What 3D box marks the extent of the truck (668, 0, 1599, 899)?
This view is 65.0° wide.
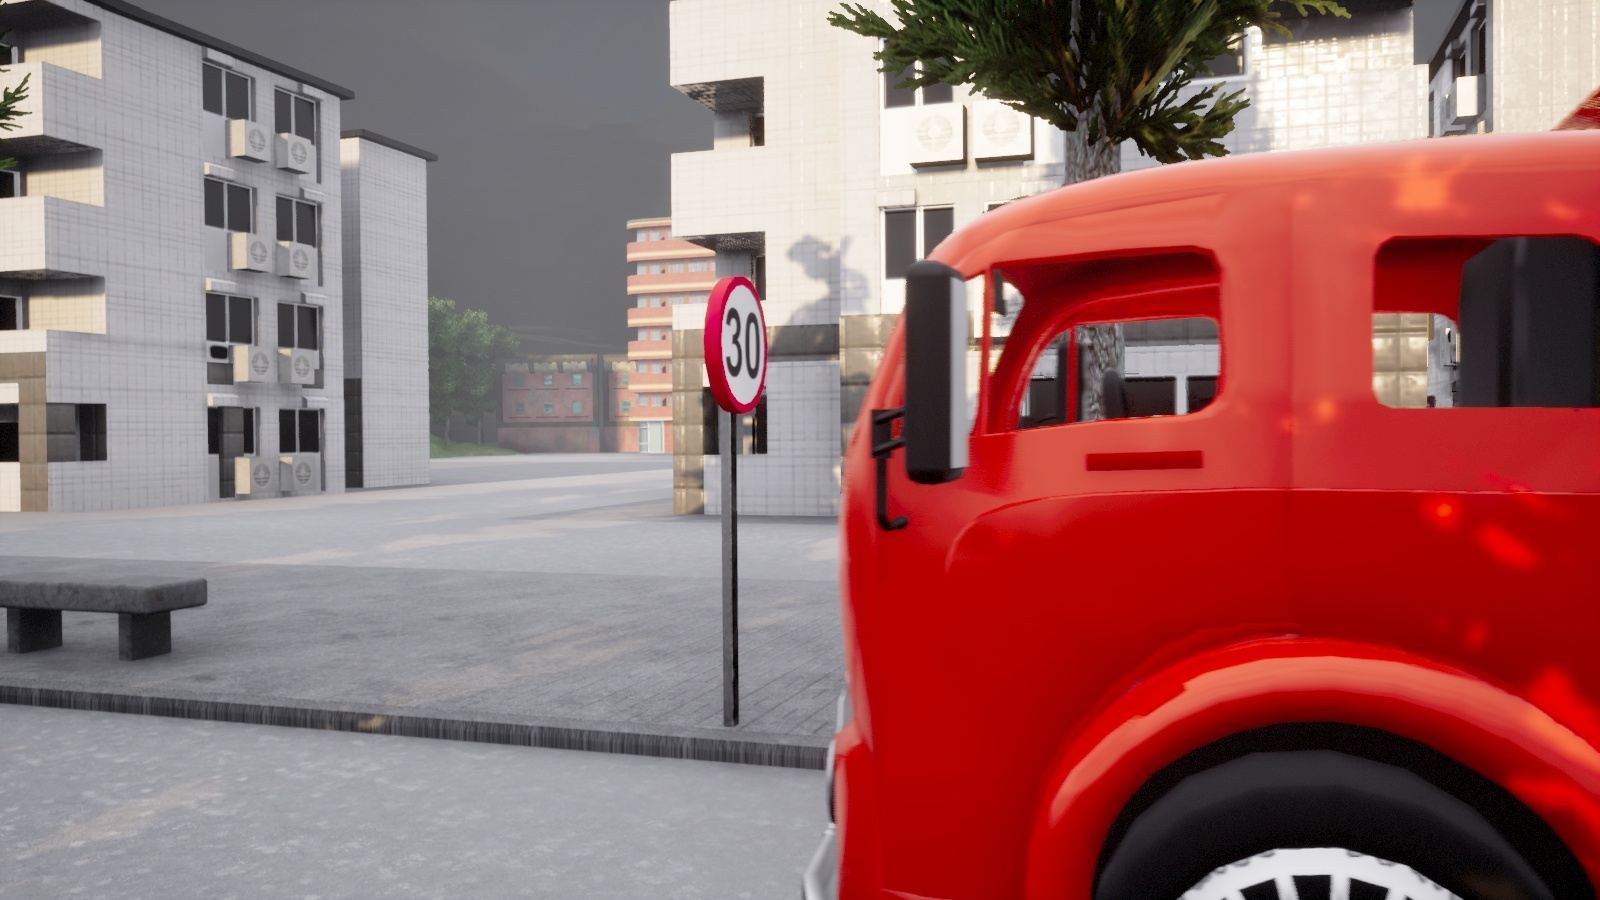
[{"bbox_3d":[2.633,0.306,2.828,5.204,2.467,2.627,1,1,19],"label":"truck"}]
